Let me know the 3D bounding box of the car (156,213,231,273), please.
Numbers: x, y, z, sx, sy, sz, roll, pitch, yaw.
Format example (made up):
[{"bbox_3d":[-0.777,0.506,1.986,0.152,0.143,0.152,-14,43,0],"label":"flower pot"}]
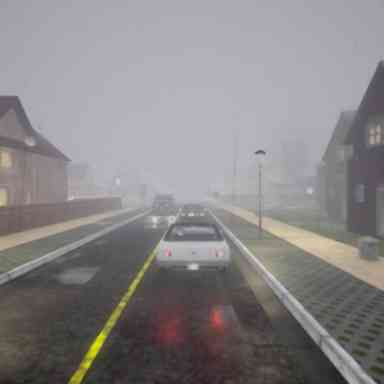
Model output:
[{"bbox_3d":[0.052,1.568,10.471,1.895,1.301,4.718,0,0,0],"label":"car"}]

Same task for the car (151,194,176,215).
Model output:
[{"bbox_3d":[-2.827,1.192,34.172,2.150,2.045,5.566,0,0,0],"label":"car"}]

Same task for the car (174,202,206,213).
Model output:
[{"bbox_3d":[0.037,1.506,23.897,2.033,1.411,5.357,0,0,0],"label":"car"}]
